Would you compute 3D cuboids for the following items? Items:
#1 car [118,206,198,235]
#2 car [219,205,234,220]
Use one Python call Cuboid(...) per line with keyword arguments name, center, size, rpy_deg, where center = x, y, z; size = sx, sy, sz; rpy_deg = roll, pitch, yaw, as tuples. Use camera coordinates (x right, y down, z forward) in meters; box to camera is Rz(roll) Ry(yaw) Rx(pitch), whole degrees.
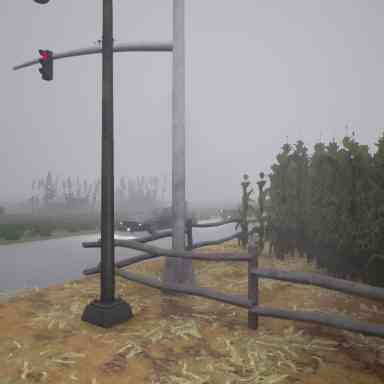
Cuboid(name="car", center=(-1.747, 1.547, 19.355), size=(2.033, 1.411, 5.357), rpy_deg=(0, 0, 35))
Cuboid(name="car", center=(4.188, 1.601, 27.761), size=(1.895, 1.301, 4.718), rpy_deg=(0, 0, 36))
